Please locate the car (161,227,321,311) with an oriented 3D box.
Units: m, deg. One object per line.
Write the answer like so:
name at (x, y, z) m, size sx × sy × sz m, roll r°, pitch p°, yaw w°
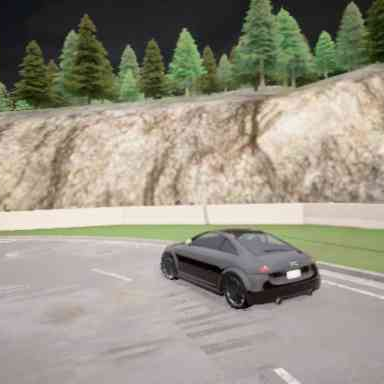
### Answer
car at (0.863, 1.524, 7.887) m, size 1.994 × 1.385 × 4.181 m, roll -2°, pitch 0°, yaw -31°
